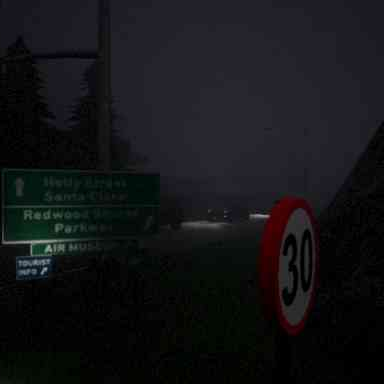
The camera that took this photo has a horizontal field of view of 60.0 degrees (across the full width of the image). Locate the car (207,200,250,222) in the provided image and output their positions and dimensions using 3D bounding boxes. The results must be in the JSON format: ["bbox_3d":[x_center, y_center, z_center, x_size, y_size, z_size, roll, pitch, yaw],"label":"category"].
[{"bbox_3d":[3.212,1.541,28.891,2.097,1.767,4.553,0,0,36],"label":"car"}]

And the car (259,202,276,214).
[{"bbox_3d":[9.086,1.752,36.945,1.994,1.385,4.181,0,0,36],"label":"car"}]

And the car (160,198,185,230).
[{"bbox_3d":[-2.678,1.411,20.798,2.150,2.045,5.566,0,0,36],"label":"car"}]

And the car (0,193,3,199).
[{"bbox_3d":[-38.552,1.473,70.011,4.514,1.523,2.007,0,0,35],"label":"car"}]

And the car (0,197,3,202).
[{"bbox_3d":[-12.364,1.499,26.061,1.905,1.878,3.866,0,0,35],"label":"car"}]
